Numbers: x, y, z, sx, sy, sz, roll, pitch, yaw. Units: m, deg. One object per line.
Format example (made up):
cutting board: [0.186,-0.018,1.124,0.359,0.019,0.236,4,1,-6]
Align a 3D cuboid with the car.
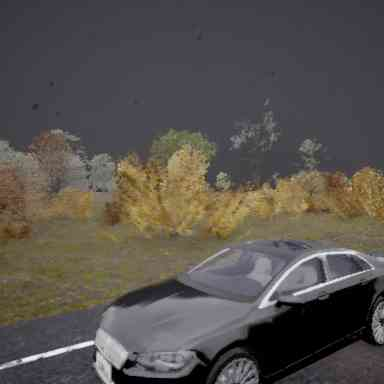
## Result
car: [1.115,1.489,4.752,4.902,1.511,2.128,0,0,-35]
